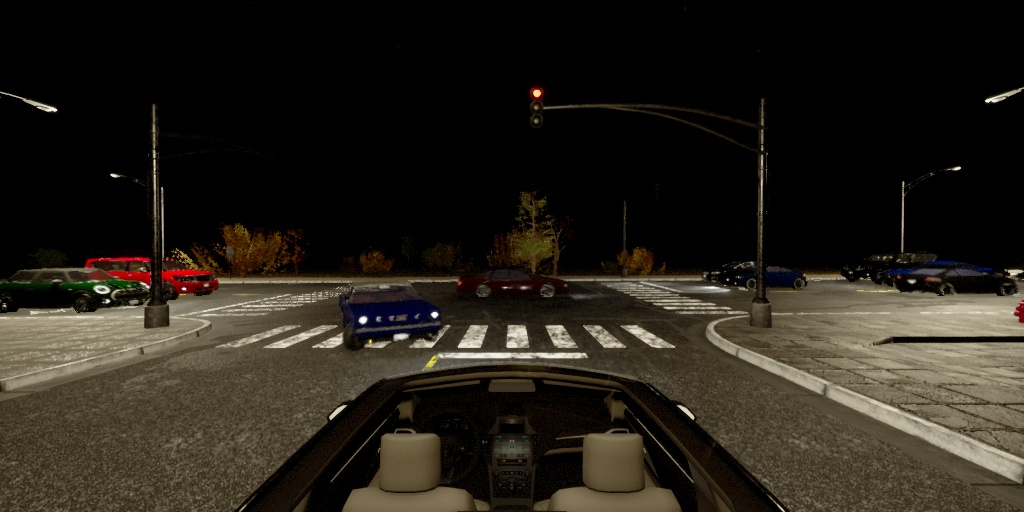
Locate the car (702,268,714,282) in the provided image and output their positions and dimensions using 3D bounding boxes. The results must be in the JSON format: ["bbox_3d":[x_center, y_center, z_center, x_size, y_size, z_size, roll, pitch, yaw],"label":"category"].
[{"bbox_3d":[15.379,1.068,24.017,4.902,1.511,2.128,0,1,0],"label":"car"}]

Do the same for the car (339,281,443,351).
[{"bbox_3d":[-3.318,1.348,9.293,1.895,1.301,4.718,0,0,-29],"label":"car"}]

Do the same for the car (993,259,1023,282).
[{"bbox_3d":[35.886,0.946,23.838,4.902,1.511,2.128,0,1,1],"label":"car"}]

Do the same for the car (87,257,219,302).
[{"bbox_3d":[-17.743,1.095,17.584,5.566,2.045,2.150,0,1,0],"label":"car"}]

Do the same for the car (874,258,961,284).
[{"bbox_3d":[24.483,1.040,20.693,5.008,1.535,1.882,0,1,0],"label":"car"}]

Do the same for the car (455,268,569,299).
[{"bbox_3d":[-0.006,1.276,17.459,5.357,1.411,2.033,0,0,1],"label":"car"}]

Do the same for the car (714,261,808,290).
[{"bbox_3d":[14.497,1.187,20.775,4.181,1.385,1.994,0,1,0],"label":"car"}]

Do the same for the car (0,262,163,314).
[{"bbox_3d":[-17.343,1.265,14.330,4.553,1.767,2.097,0,1,0],"label":"car"}]

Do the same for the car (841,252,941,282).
[{"bbox_3d":[25.405,0.737,23.932,5.566,2.045,2.150,0,1,1],"label":"car"}]

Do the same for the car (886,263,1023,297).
[{"bbox_3d":[21.277,1.190,17.269,4.181,1.385,1.994,0,1,0],"label":"car"}]
